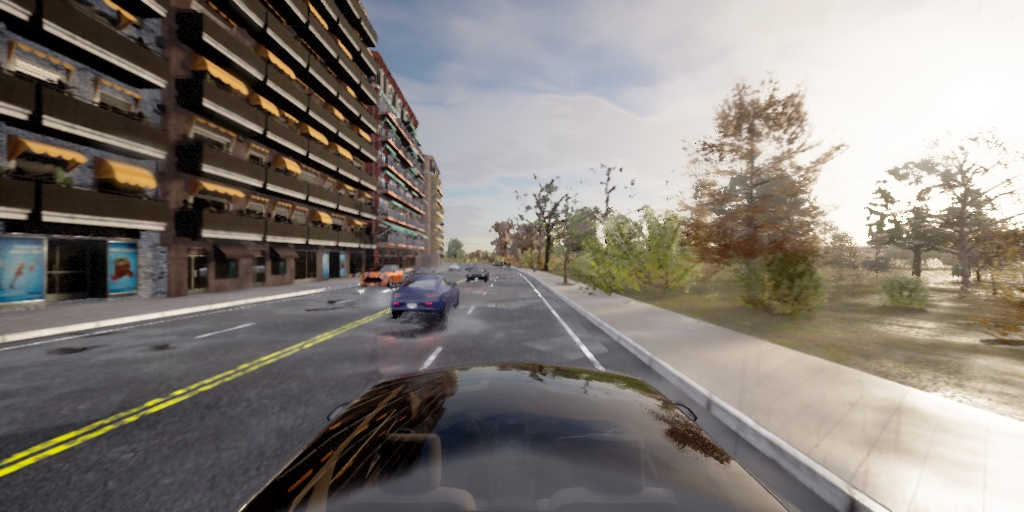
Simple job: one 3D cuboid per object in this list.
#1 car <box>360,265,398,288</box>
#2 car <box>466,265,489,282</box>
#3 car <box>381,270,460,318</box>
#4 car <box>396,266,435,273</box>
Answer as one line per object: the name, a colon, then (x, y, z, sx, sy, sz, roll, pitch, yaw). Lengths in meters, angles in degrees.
car: (-9.874, 1.461, 27.594, 2.097, 1.767, 4.553, 0, -1, 0)
car: (-3.201, 1.805, 34.394, 1.895, 1.301, 4.718, 0, -1, 0)
car: (-3.160, 1.440, 13.659, 1.812, 1.442, 4.674, 0, -1, 0)
car: (-6.621, 1.588, 26.660, 2.128, 1.511, 4.902, 0, -1, 0)
